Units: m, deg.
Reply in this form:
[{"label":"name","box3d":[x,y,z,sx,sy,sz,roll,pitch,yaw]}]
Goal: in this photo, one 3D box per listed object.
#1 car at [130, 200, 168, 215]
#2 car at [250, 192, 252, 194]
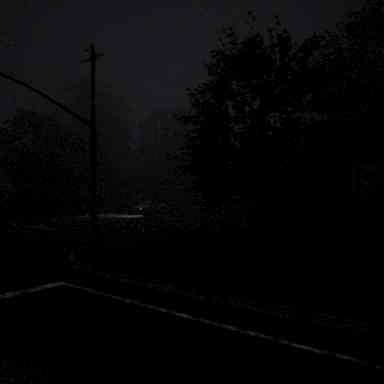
[{"label":"car","box3d":[-4.569,1.603,35.886,1.812,1.442,4.674,-1,1,38]},{"label":"car","box3d":[11.260,0.015,56.196,2.150,2.045,5.566,-1,2,38]}]
